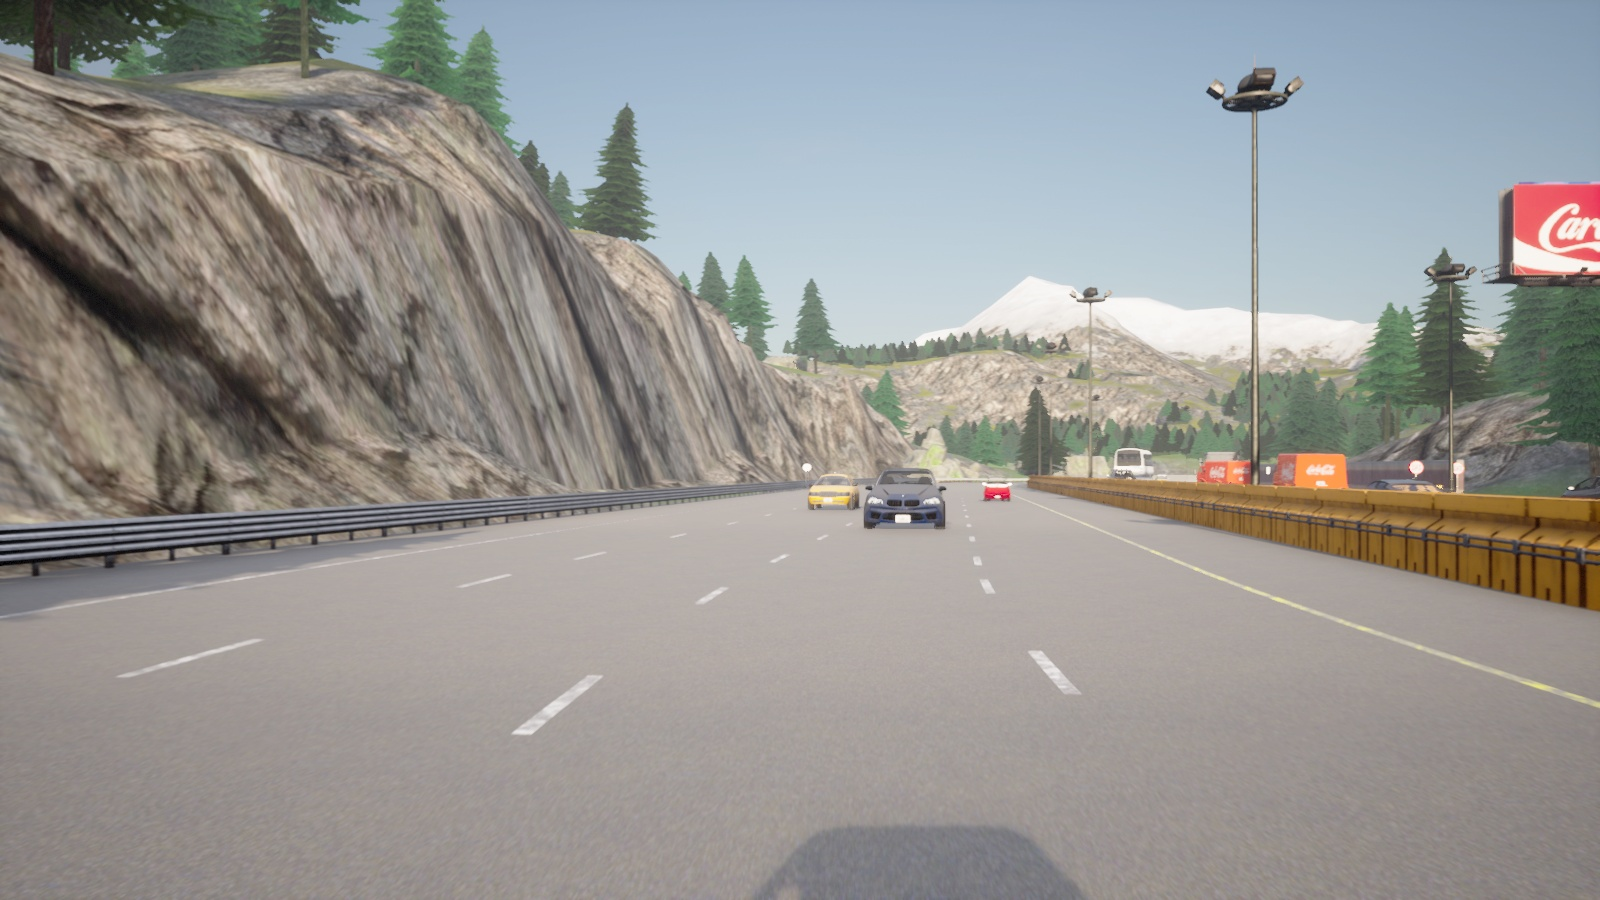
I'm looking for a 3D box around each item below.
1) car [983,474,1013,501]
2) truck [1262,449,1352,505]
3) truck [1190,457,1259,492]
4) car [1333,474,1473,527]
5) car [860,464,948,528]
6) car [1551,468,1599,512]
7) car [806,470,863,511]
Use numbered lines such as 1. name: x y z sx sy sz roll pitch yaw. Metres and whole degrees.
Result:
1. car: 10.299 1.928 65.489 1.481 1.376 2.207 0 -1 7
2. truck: 23.545 1.227 58.560 2.627 2.467 5.204 0 -1 7
3. truck: 31.579 1.783 93.555 2.627 2.467 5.204 -2 0 -10
4. car: 17.250 1.406 36.248 2.033 1.411 5.357 0 -1 7
5. car: 2.984 1.234 34.990 2.242 1.667 4.611 0 -1 7
6. car: 28.889 1.406 44.750 2.007 1.525 4.514 0 -1 7
7. car: 1.442 1.601 50.924 1.801 1.575 5.366 0 -1 7
